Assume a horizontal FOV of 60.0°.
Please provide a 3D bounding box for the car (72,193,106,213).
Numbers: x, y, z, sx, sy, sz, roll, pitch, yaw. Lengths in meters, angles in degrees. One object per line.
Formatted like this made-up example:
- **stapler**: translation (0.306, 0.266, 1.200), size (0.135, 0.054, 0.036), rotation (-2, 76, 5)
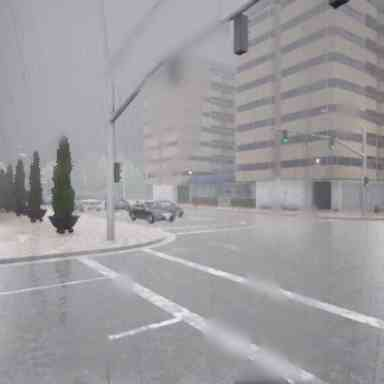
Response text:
- **car**: translation (-12.044, 1.215, 37.665), size (2.150, 2.045, 5.566), rotation (0, 0, -35)

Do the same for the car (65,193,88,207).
- **car**: translation (-18.446, 1.215, 53.047), size (2.150, 2.045, 5.566), rotation (0, 0, -34)

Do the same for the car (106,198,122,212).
- **car**: translation (-8.746, 1.498, 39.060), size (1.837, 1.490, 4.892), rotation (0, 0, -35)

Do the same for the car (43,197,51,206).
- **car**: translation (-23.410, 1.535, 54.099), size (1.812, 1.442, 4.674), rotation (0, 0, -35)

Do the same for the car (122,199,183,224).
- **car**: translation (-3.075, 1.486, 24.828), size (2.128, 1.511, 4.902), rotation (0, 0, -35)
